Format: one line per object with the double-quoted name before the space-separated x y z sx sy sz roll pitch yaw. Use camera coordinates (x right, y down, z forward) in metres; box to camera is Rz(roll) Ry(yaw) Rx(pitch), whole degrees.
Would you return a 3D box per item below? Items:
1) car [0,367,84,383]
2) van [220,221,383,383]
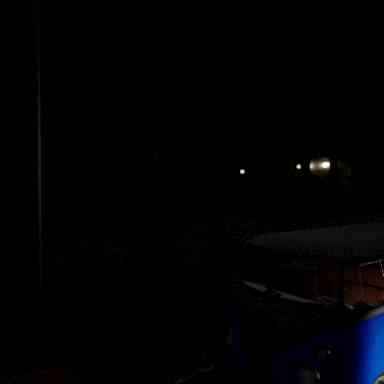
"car" -2.481 1.526 0.867 4.829 1.417 1.752 0 0 -36
"van" 2.208 1.339 4.300 3.998 1.788 1.690 0 0 -36
